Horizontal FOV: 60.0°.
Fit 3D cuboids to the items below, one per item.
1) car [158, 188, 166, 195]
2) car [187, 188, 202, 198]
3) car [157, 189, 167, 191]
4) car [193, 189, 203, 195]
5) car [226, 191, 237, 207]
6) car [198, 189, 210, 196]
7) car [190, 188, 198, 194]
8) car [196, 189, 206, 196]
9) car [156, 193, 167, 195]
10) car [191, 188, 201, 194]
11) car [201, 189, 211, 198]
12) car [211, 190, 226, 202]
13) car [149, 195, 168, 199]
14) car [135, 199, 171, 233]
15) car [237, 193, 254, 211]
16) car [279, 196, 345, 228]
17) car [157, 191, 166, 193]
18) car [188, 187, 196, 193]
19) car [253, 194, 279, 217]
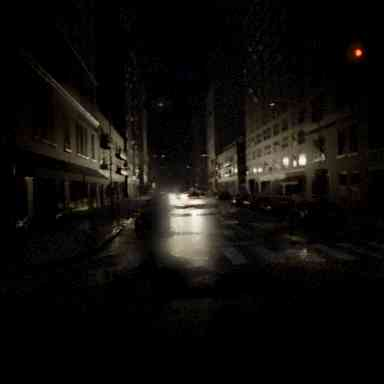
[{"bbox_3d":[-7.486,-0.096,83.315,1.967,1.590,4.097,-1,1,-5],"label":"car"},{"bbox_3d":[0.289,0.278,61.702,1.812,1.442,4.674,-1,1,-5],"label":"car"},{"bbox_3d":[-4.726,0.606,50.091,1.752,1.417,4.829,-1,1,-5],"label":"car"},{"bbox_3d":[1.466,-0.043,78.530,1.947,1.339,4.313,-1,1,-5],"label":"car"},{"bbox_3d":[5.126,0.753,34.443,1.887,1.381,4.507,-1,1,-5],"label":"car"},{"bbox_3d":[2.381,0.162,67.508,1.947,1.339,4.313,-1,1,-5],"label":"car"},{"bbox_3d":[0.549,-0.373,89.549,1.967,1.590,4.097,-1,1,-5],"label":"car"},{"bbox_3d":[1.923,0.075,73.020,1.802,1.307,4.206,-1,1,-5],"label":"car"},{"bbox_3d":[-2.910,1.035,28.223,2.008,1.369,4.403,-1,1,-5],"label":"car"},{"bbox_3d":[1.007,-0.271,84.038,1.967,1.590,4.097,-1,1,-5],"label":"car"},{"bbox_3d":[3.296,0.352,56.486,2.008,1.369,4.403,-1,1,-5],"label":"car"},{"bbox_3d":[4.211,0.571,45.465,1.947,1.339,4.313,-1,1,-5],"label":"car"},{"bbox_3d":[-2.453,1.151,22.714,1.947,1.339,4.313,-1,1,-5],"label":"car"},{"bbox_3d":[-1.995,1.268,17.205,1.802,1.307,4.206,-1,1,-5],"label":"car"},{"bbox_3d":[5.584,0.860,28.932,2.008,1.369,4.403,-1,1,-5],"label":"car"},{"bbox_3d":[6.499,1.078,17.911,1.947,1.339,4.313,-1,1,-5],"label":"car"},{"bbox_3d":[-3.368,0.928,33.733,1.887,1.381,4.507,-1,1,-5],"label":"car"},{"bbox_3d":[0.092,-0.474,95.060,1.967,1.590,4.097,-1,1,-5],"label":"car"},{"bbox_3d":[6.041,0.955,23.421,1.887,1.381,4.507,-1,1,-5],"label":"car"}]
